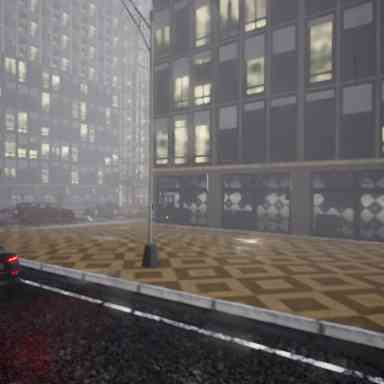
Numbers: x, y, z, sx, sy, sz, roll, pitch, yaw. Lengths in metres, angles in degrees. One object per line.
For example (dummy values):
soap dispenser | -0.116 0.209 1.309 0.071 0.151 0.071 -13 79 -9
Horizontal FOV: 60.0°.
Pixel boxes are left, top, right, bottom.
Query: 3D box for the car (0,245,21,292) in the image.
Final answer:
car | -5.834 1.605 7.832 4.674 1.442 1.812 -1 0 35

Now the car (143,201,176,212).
car | -4.734 2.067 48.748 1.882 1.535 5.008 0 0 36

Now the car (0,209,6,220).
car | -16.938 1.978 32.227 1.994 1.385 4.181 0 0 36

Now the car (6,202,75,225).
car | -12.575 1.764 28.398 2.192 1.841 5.009 0 -1 36

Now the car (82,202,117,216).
car | -10.961 2.005 40.325 1.837 1.490 4.892 0 0 36

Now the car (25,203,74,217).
car | -16.075 1.964 37.770 1.752 1.417 4.829 0 -1 36

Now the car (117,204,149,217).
car | -5.779 2.073 37.611 1.752 1.417 4.829 0 -1 36
